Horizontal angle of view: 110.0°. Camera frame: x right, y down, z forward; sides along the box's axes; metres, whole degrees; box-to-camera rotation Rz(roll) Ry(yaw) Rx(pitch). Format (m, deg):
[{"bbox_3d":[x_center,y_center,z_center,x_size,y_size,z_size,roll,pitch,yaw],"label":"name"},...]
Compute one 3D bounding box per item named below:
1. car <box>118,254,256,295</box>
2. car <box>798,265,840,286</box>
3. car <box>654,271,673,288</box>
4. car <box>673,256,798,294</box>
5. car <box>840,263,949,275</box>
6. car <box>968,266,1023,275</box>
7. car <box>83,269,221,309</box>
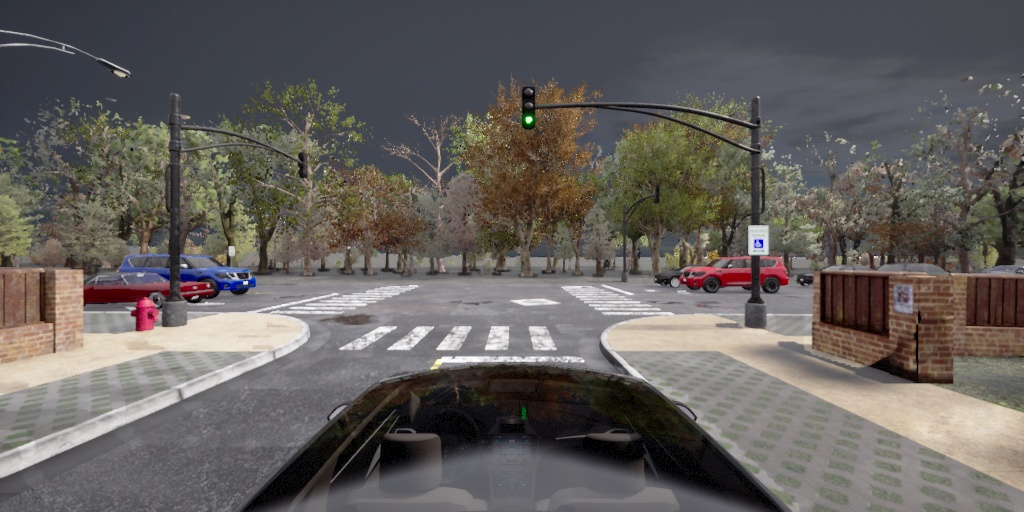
[{"bbox_3d":[-15.561,0.932,17.229,5.566,2.045,2.150,0,0,0],"label":"car"},{"bbox_3d":[21.878,1.338,23.977,5.008,1.535,1.882,0,0,0],"label":"car"},{"bbox_3d":[12.116,1.305,23.968,5.008,1.535,1.882,0,0,0],"label":"car"},{"bbox_3d":[12.744,1.044,20.717,5.566,2.045,2.150,0,0,0],"label":"car"},{"bbox_3d":[22.334,1.207,20.727,4.553,1.767,2.097,0,0,0],"label":"car"},{"bbox_3d":[33.329,1.388,23.979,4.902,1.511,2.128,0,0,0],"label":"car"},{"bbox_3d":[-14.635,1.307,13.978,4.718,1.301,1.895,0,0,-3],"label":"car"}]
